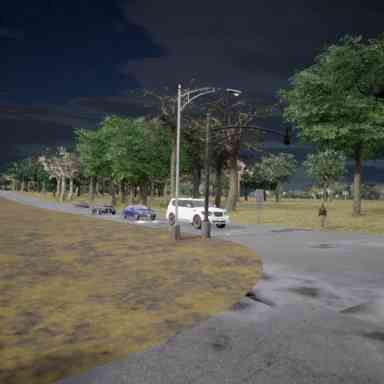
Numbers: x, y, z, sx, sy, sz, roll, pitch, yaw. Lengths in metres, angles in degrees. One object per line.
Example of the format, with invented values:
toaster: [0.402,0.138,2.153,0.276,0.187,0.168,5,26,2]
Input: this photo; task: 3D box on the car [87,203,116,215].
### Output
car: [-10.767,2.013,40.261,1.994,1.385,4.181,3,-2,-34]

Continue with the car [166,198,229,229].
car: [0.243,1.459,23.761,2.150,2.045,5.566,3,-2,-34]

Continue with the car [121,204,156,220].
car: [-5.196,1.883,31.929,1.812,1.442,4.674,3,-2,-34]

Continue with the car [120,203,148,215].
car: [-7.318,2.142,41.740,1.994,1.385,4.181,3,-2,-34]

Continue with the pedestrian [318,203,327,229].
pedestrian: [9.323,1.717,23.836,0.375,1.860,0.375,1,-1,-34]

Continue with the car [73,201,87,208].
car: [-20.796,2.305,61.953,1.994,1.385,4.181,3,-2,-34]
